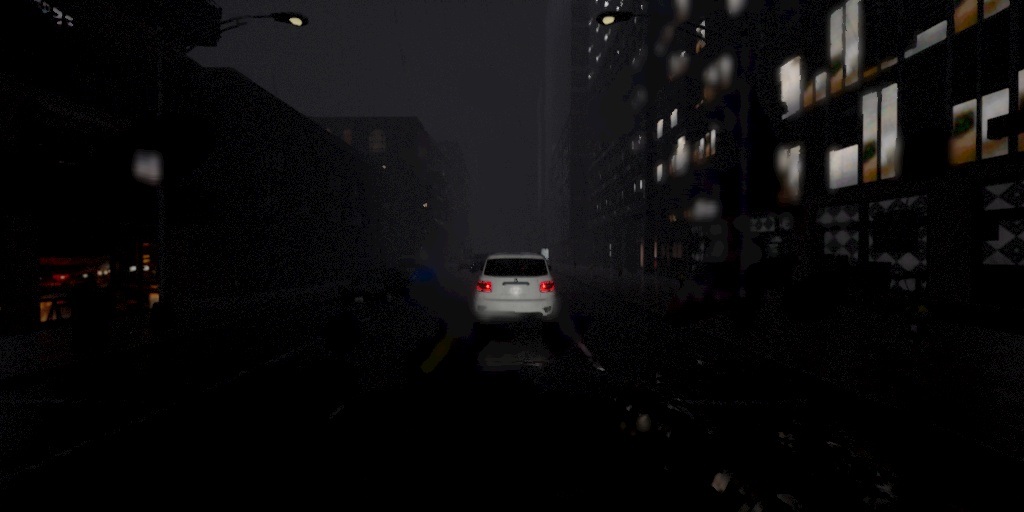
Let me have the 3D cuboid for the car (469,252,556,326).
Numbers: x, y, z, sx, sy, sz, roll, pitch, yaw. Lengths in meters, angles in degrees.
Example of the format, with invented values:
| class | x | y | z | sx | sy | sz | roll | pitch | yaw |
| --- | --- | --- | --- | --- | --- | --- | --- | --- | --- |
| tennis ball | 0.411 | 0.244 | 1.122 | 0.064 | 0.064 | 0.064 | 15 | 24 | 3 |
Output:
| class | x | y | z | sx | sy | sz | roll | pitch | yaw |
| --- | --- | --- | --- | --- | --- | --- | --- | --- | --- |
| car | 0.125 | 0.901 | 11.484 | 2.150 | 2.045 | 5.566 | 0 | 0 | 1 |

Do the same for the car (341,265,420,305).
| class | x | y | z | sx | sy | sz | roll | pitch | yaw |
| --- | --- | --- | --- | --- | --- | --- | --- | --- | --- |
| car | -5.623 | 1.216 | 15.403 | 1.948 | 1.339 | 4.313 | 0 | 0 | 0 |

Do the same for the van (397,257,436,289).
| class | x | y | z | sx | sy | sz | roll | pitch | yaw |
| --- | --- | --- | --- | --- | --- | --- | --- | --- | --- |
| van | -5.594 | 0.950 | 21.052 | 1.690 | 1.789 | 3.998 | 0 | 0 | 0 |

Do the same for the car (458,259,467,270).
| class | x | y | z | sx | sy | sz | roll | pitch | yaw |
| --- | --- | --- | --- | --- | --- | --- | --- | --- | --- |
| car | -5.478 | 1.030 | 43.644 | 1.802 | 1.307 | 4.207 | 0 | 0 | 0 |

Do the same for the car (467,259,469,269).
| class | x | y | z | sx | sy | sz | roll | pitch | yaw |
| --- | --- | --- | --- | --- | --- | --- | --- | --- | --- |
| car | -2.922 | 0.719 | 36.792 | 2.150 | 2.045 | 5.566 | 0 | 0 | 0 |
